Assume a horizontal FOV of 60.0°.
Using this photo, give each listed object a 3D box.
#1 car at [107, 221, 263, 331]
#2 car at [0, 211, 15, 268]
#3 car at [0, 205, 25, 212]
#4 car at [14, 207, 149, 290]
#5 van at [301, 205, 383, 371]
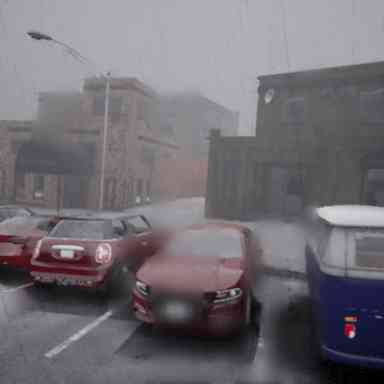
[{"bbox_3d":[0.447,1.445,7.140,2.097,1.535,5.008,1,0,16],"label":"car"},{"bbox_3d":[-4.361,1.434,10.582,2.163,1.488,4.792,0,0,15],"label":"car"},{"bbox_3d":[-6.782,1.258,12.234,2.185,1.767,4.553,0,0,15],"label":"car"},{"bbox_3d":[-1.972,1.299,8.817,2.185,1.767,4.553,0,-1,15],"label":"car"},{"bbox_3d":[2.873,1.241,5.542,1.878,1.987,4.442,0,-1,16],"label":"van"}]
